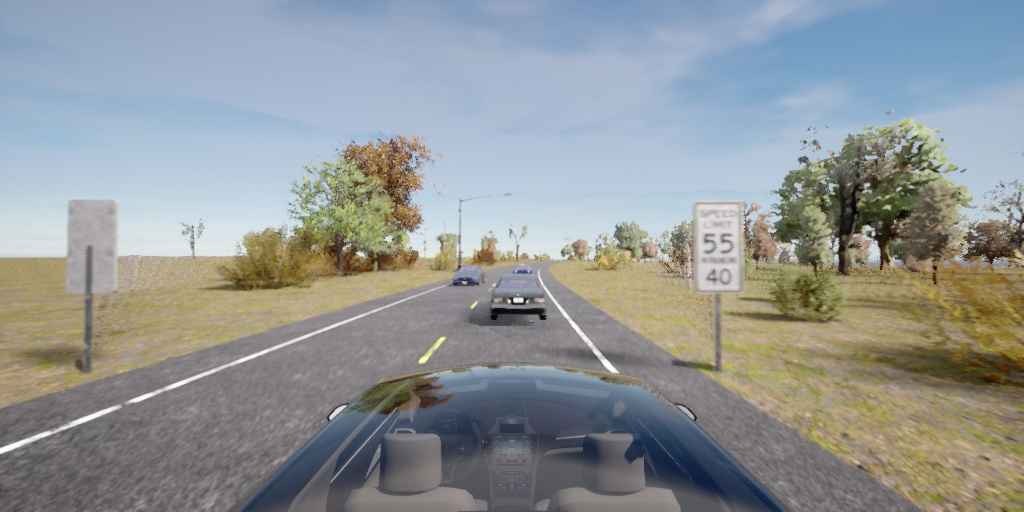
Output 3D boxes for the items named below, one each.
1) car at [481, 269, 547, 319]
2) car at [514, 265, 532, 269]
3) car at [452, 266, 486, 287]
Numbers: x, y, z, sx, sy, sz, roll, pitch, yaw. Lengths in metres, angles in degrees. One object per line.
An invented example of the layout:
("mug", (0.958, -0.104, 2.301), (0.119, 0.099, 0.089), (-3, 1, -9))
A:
("car", (0.236, 1.351, 12.981), (2.033, 1.411, 5.357), (0, 0, 1))
("car", (1.105, 1.504, 35.631), (1.895, 1.301, 4.718), (0, 0, 3))
("car", (-3.006, 1.410, 26.403), (2.033, 1.411, 5.357), (0, 0, 3))
